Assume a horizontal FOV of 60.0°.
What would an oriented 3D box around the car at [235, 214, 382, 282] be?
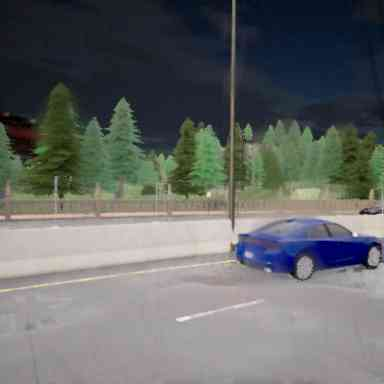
[{"bbox_3d":[3.628,1.523,9.968,5.008,1.535,1.882,1,0,-31],"label":"car"}]
